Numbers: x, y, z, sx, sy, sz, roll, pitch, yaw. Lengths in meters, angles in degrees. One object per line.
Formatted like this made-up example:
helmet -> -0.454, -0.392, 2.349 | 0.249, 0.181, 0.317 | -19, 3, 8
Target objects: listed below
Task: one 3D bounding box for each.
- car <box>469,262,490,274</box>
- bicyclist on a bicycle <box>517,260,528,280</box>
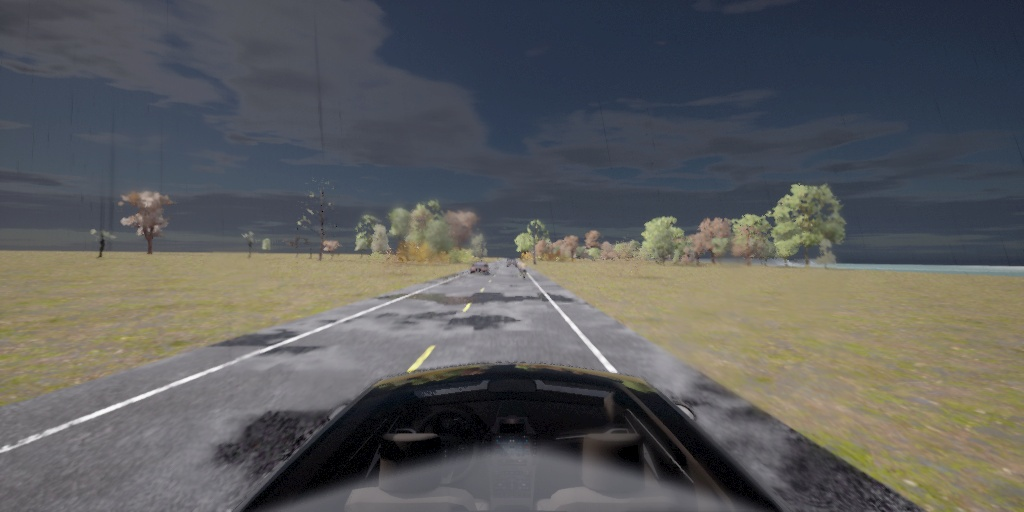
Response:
car -> -3.575, 1.324, 40.283 | 1.994, 1.385, 4.181 | 0, 0, 0
bicyclist on a bicycle -> 0.969, 1.195, 29.406 | 0.866, 1.612, 1.509 | 0, 0, 0
